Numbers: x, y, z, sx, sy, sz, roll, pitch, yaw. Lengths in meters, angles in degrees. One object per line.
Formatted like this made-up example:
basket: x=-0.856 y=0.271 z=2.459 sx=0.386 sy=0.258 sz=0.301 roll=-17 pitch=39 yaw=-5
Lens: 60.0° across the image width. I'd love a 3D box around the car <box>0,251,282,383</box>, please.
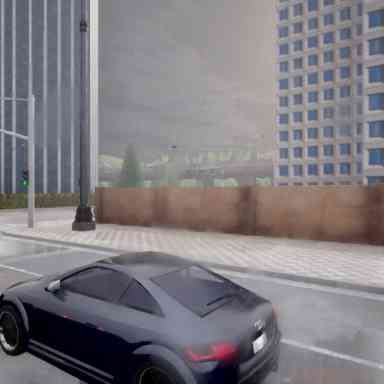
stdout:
car: x=-0.930 y=1.564 z=4.665 sx=4.181 sy=1.385 sz=1.994 roll=0 pitch=0 yaw=35
